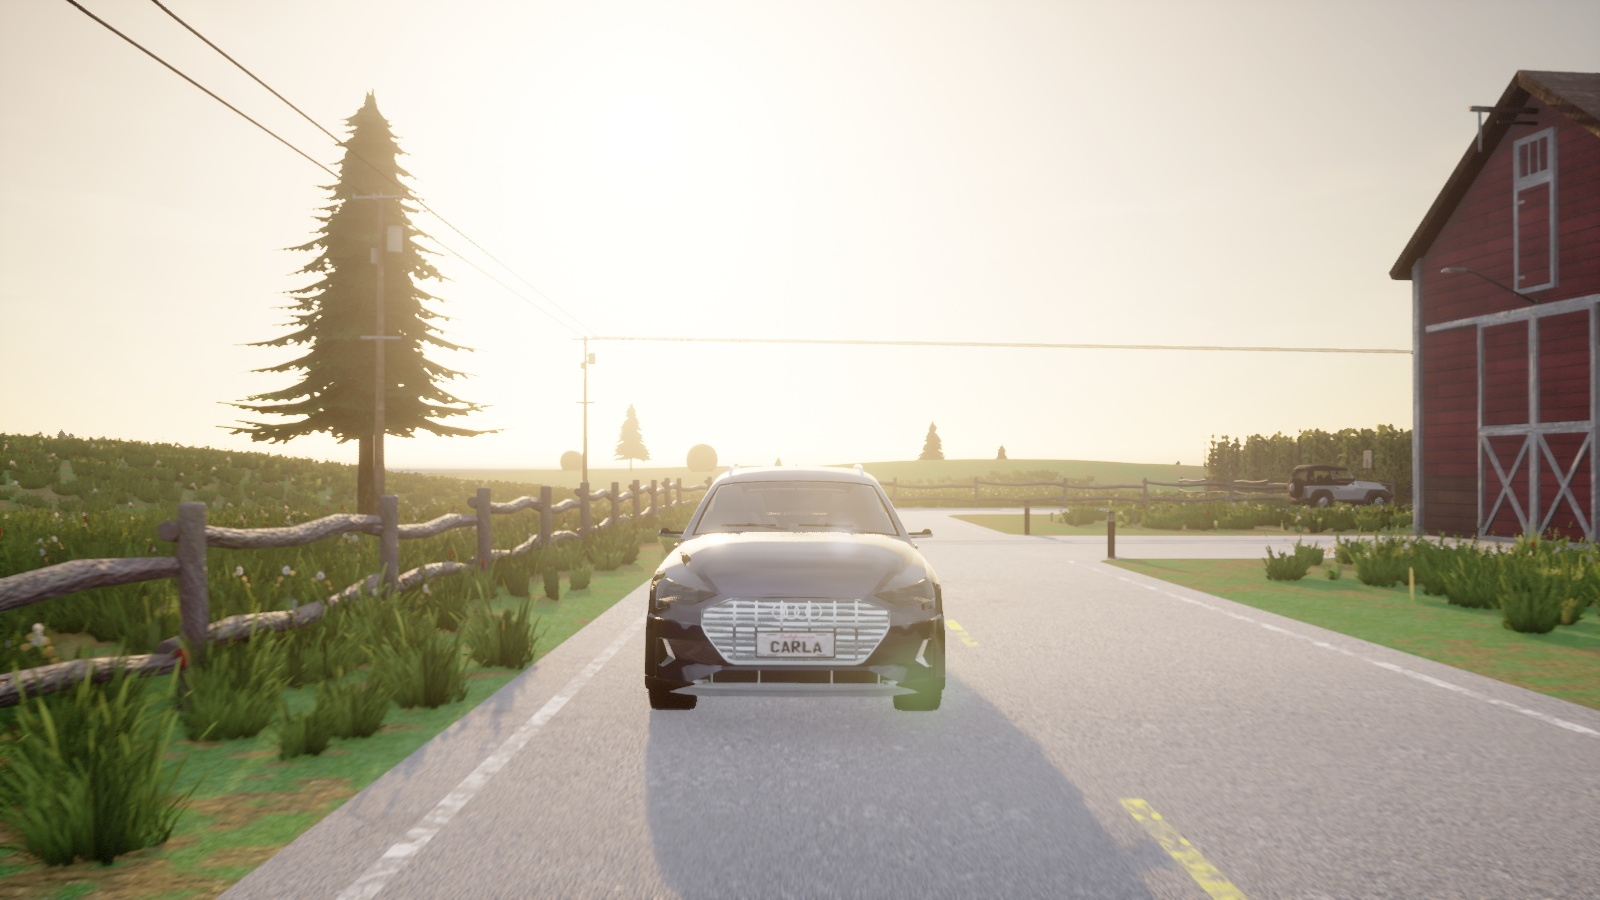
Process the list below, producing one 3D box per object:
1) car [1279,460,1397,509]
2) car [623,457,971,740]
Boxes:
[{"bbox_3d":[21.432,1.363,50.096,3.866,1.878,1.905,0,-1,-6],"label":"car"},{"bbox_3d":[-0.024,0.909,9.799,2.033,1.649,4.856,0,-1,0],"label":"car"}]
